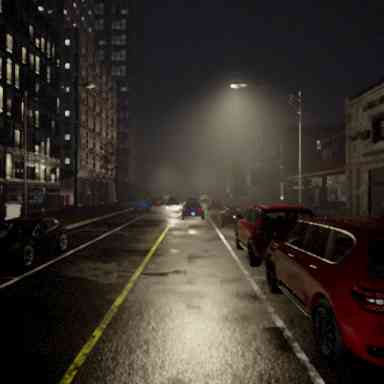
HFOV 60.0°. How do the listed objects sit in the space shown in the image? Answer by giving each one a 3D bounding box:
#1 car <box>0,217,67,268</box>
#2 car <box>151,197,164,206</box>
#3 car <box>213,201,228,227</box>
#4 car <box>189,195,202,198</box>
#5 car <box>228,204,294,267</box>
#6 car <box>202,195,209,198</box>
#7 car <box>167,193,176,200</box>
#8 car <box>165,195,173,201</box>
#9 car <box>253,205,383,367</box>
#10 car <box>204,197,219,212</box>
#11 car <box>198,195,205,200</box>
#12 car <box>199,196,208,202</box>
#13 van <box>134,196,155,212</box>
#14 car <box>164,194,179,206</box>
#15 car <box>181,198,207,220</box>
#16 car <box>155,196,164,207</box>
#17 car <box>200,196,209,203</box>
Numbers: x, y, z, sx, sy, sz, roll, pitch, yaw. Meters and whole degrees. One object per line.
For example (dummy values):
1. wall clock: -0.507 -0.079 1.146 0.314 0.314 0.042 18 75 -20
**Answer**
1. car: -5.692 1.560 11.305 1.947 1.339 4.313 0 0 0
2. car: -5.710 1.572 55.601 1.802 1.307 4.206 0 0 0
3. car: 2.683 1.557 22.380 1.947 1.339 4.313 0 0 0
4. car: 0.082 1.466 45.914 1.882 1.535 5.008 0 0 0
5. car: 2.689 1.310 11.306 2.192 1.841 5.009 0 0 0
6. car: 2.666 1.434 66.676 1.967 1.590 4.097 0 0 0
7. car: -5.726 1.325 94.360 2.192 1.841 5.009 0 0 0
8. car: -5.722 1.546 83.286 1.887 1.381 4.507 0 0 0
9. car: 2.692 1.312 5.770 2.192 1.841 5.009 0 0 0
10. car: 2.677 1.570 38.991 1.802 1.307 4.206 0 0 0
11. car: 2.654 1.577 94.362 1.947 1.339 4.313 0 0 0
12. car: 2.661 1.544 77.751 1.887 1.381 4.507 0 0 0
13. van: -5.703 1.329 38.990 1.690 1.788 3.998 0 0 0
14. car: -3.028 1.467 53.089 1.882 1.535 5.008 0 0 0
15. car: 0.088 1.515 28.116 1.812 1.442 4.674 0 0 0
16. car: -5.708 1.514 49.894 1.752 1.417 4.829 0 0 0
17. car: 2.664 1.578 72.213 1.802 1.307 4.206 0 0 0
